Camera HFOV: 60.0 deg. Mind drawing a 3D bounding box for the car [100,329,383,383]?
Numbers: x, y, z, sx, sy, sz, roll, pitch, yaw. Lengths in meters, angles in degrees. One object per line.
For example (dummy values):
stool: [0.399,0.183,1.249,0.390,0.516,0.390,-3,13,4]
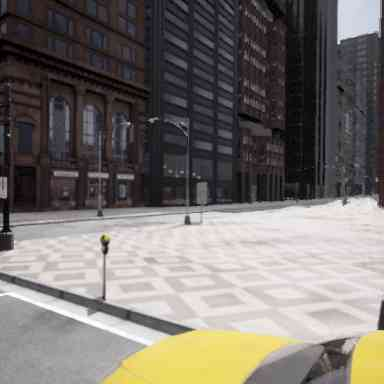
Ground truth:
car: [1.356,1.526,1.986,4.829,1.417,1.752,0,1,36]
